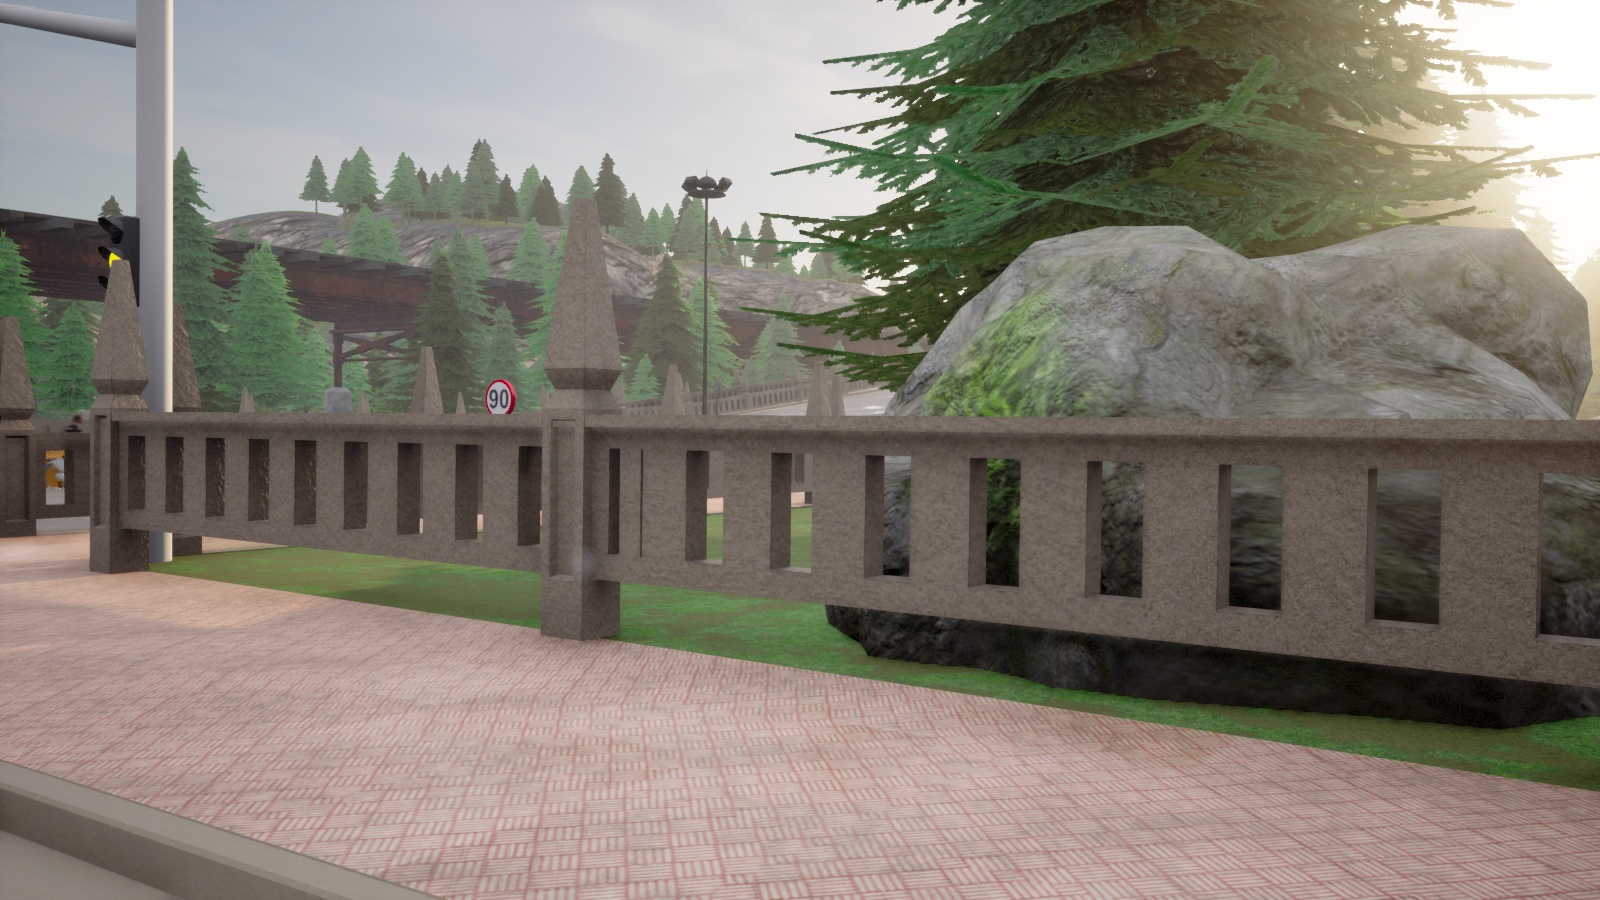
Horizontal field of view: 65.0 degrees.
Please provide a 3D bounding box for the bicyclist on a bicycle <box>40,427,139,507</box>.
[{"bbox_3d":[-16.220,0.357,28.696,0.659,1.776,1.843,0,1,34],"label":"bicyclist on a bicycle"}]
